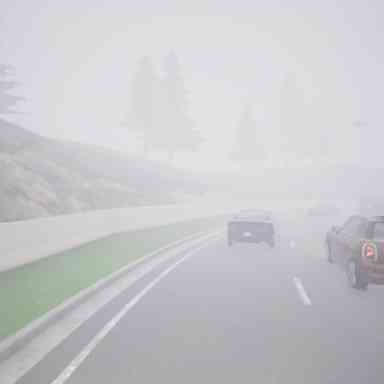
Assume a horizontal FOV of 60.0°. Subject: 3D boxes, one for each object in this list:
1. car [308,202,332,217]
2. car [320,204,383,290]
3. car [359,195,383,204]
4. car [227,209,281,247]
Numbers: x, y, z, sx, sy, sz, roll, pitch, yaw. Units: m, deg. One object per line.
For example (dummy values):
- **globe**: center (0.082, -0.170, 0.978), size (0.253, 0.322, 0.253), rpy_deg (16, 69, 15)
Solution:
- **car**: center (12.479, 1.648, 31.209), size (1.994, 1.385, 4.181), rpy_deg (0, 0, 41)
- **car**: center (5.092, 1.388, 9.134), size (2.097, 1.767, 4.553), rpy_deg (1, 0, 12)
- **car**: center (17.523, 1.344, 31.185), size (5.566, 2.045, 2.150), rpy_deg (0, 0, -44)
- **car**: center (2.958, 1.495, 15.269), size (1.882, 1.535, 5.008), rpy_deg (0, 0, 19)
